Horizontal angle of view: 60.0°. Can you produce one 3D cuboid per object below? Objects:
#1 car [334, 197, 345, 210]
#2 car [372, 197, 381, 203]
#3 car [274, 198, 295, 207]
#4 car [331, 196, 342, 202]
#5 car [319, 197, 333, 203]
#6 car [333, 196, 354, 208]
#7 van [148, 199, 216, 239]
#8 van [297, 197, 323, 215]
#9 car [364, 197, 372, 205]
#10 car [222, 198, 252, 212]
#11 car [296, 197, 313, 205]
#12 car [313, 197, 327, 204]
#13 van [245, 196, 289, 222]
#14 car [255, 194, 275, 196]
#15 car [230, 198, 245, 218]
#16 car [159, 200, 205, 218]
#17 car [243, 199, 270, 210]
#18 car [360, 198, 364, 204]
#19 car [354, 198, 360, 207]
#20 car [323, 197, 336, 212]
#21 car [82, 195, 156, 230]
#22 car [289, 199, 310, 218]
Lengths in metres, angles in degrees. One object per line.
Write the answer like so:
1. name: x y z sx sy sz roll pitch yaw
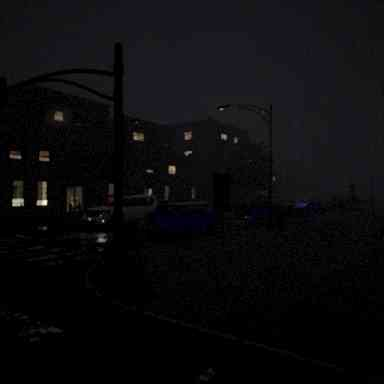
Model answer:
1. car: 18.801 1.732 44.859 1.947 1.339 4.313 0 0 35
2. car: 44.194 1.902 81.006 1.947 1.339 4.313 0 0 35
3. car: 15.129 1.671 54.210 1.887 1.381 4.507 0 0 35
4. car: 37.347 1.717 85.838 1.967 1.590 4.097 0 0 35
5. car: 30.998 1.797 76.801 1.947 1.339 4.313 0 0 35
6. car: 21.977 1.500 49.379 2.192 1.841 5.009 0 0 35
7. van: -0.242 1.409 17.750 1.690 1.788 3.998 0 0 35
8. van: 12.454 1.472 35.823 1.690 1.788 3.998 0 0 35
9. car: 34.672 1.812 67.451 1.887 1.381 4.507 0 0 35
10. car: 5.608 1.512 40.656 1.967 1.590 4.097 0 0 35
11. car: 21.477 1.710 63.246 1.887 1.381 4.507 0 0 35
12. car: 27.727 1.733 72.144 1.752 1.417 4.829 0 0 35
13. van: 6.106 1.439 26.787 1.690 1.788 3.998 0 0 35
14. car: 8.525 1.314 40.271 2.150 2.045 5.566 0 0 35
15. car: 5.750 1.565 30.791 1.882 1.535 5.008 0 0 35
16. car: -0.839 1.563 31.479 1.752 1.417 4.829 0 0 35
17. car: 8.781 1.634 45.174 1.887 1.381 4.507 0 0 35
18. car: 28.422 1.751 58.554 1.752 1.417 4.829 0 0 35
19. car: 25.151 1.519 53.897 2.192 1.841 5.009 0 0 35
20. car: 15.725 1.674 40.481 1.752 1.417 4.829 0 0 35
21. car: -4.440 1.251 21.841 2.150 2.045 5.566 0 0 35
22. car: 9.279 1.658 31.304 1.887 1.381 4.507 0 0 35
